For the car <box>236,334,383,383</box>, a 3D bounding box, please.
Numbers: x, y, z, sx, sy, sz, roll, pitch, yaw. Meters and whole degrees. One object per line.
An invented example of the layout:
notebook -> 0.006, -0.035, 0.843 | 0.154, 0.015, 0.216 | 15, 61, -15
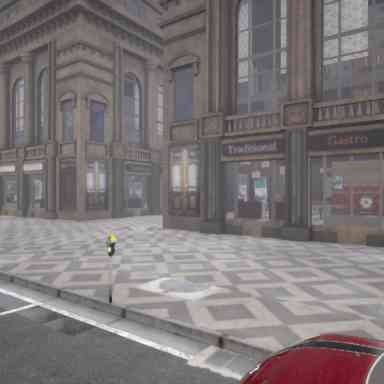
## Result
car -> 1.966, 1.440, 1.554 | 4.097, 1.590, 1.967 | 0, 0, 36
